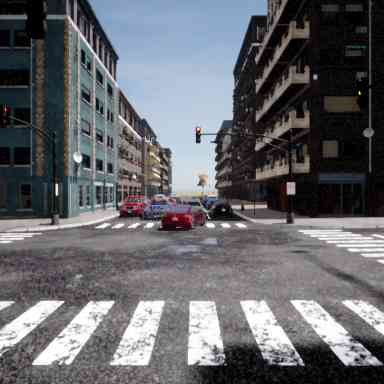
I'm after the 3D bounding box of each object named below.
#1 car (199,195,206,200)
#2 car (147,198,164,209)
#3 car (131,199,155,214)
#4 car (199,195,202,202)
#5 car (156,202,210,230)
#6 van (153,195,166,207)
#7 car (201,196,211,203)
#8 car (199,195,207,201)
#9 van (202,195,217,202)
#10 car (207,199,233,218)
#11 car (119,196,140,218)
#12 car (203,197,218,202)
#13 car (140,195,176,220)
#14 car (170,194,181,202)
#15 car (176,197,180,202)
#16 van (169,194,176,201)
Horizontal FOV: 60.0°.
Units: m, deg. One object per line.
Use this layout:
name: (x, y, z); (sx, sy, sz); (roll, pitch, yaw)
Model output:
car: (2.902, 1.499, 91.231); (1.887, 1.381, 4.507); (0, 0, 0)
car: (-5.142, 1.533, 46.844); (1.887, 1.381, 4.507); (0, 0, 0)
car: (-5.183, 1.538, 35.739); (1.887, 1.381, 4.507); (0, 0, 0)
car: (2.779, 1.422, 57.918); (1.967, 1.590, 4.097); (0, 0, 0)
car: (-0.455, 1.564, 21.499); (1.994, 1.385, 4.181); (0, 0, 16)
van: (-5.122, 1.326, 52.395); (1.690, 1.788, 3.998); (0, 0, 0)
car: (2.820, 1.525, 69.023); (2.008, 1.369, 4.403); (0, 0, 0)
car: (2.881, 1.504, 85.679); (1.887, 1.381, 4.507); (0, 0, 0)
van: (2.739, 1.329, 46.815); (1.690, 1.788, 3.998); (0, 0, 0)
car: (2.676, 1.562, 30.159); (1.947, 1.339, 4.313); (0, 0, 0)
car: (-5.204, 1.311, 30.187); (2.192, 1.841, 5.009); (0, 0, 0)
car: (2.718, 1.573, 41.263); (1.802, 1.307, 4.206); (0, 0, 0)
car: (-2.774, 1.349, 28.099); (2.097, 1.767, 4.553); (0, 0, 1)
car: (-2.657, 1.463, 50.450); (1.882, 1.535, 5.008); (0, 0, 0)
car: (-2.709, 1.470, 38.085); (1.882, 1.535, 5.008); (0, 0, 0)
van: (-4.998, 1.301, 85.707); (1.690, 1.788, 3.998); (0, 0, 0)
